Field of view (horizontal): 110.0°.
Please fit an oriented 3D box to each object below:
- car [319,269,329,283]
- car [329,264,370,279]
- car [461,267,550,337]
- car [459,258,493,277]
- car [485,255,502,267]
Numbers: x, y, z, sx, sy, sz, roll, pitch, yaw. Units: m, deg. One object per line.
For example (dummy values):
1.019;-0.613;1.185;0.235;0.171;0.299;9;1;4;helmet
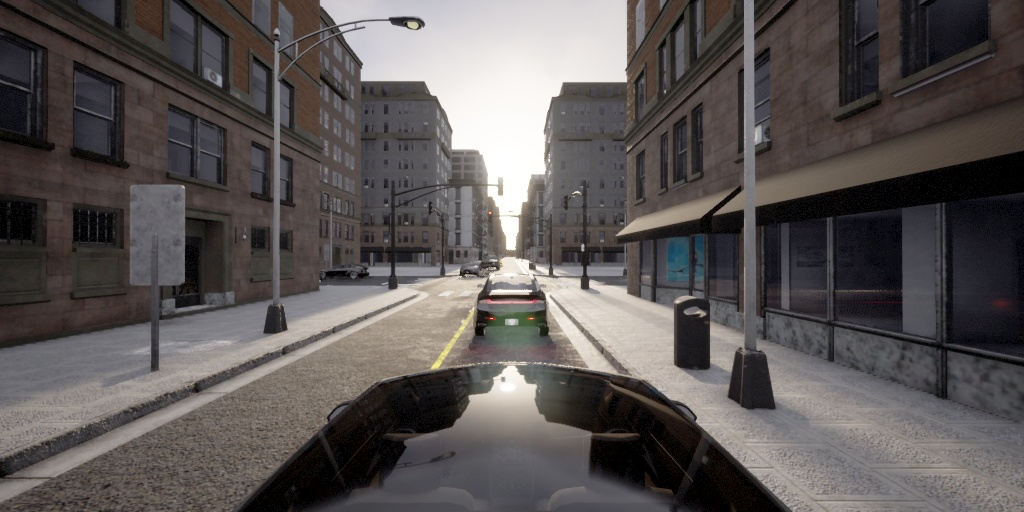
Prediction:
-14.783;1.288;23.466;4.313;1.339;1.948;0;0;0;car
-14.782;1.328;31.493;4.313;1.339;1.948;0;0;0;car
-0.005;1.241;10.330;2.128;1.511;4.902;0;0;0;car
-3.557;1.240;34.632;1.837;1.490;4.892;0;0;11;car
-2.883;0.934;50.638;2.150;2.045;5.566;0;0;0;car
